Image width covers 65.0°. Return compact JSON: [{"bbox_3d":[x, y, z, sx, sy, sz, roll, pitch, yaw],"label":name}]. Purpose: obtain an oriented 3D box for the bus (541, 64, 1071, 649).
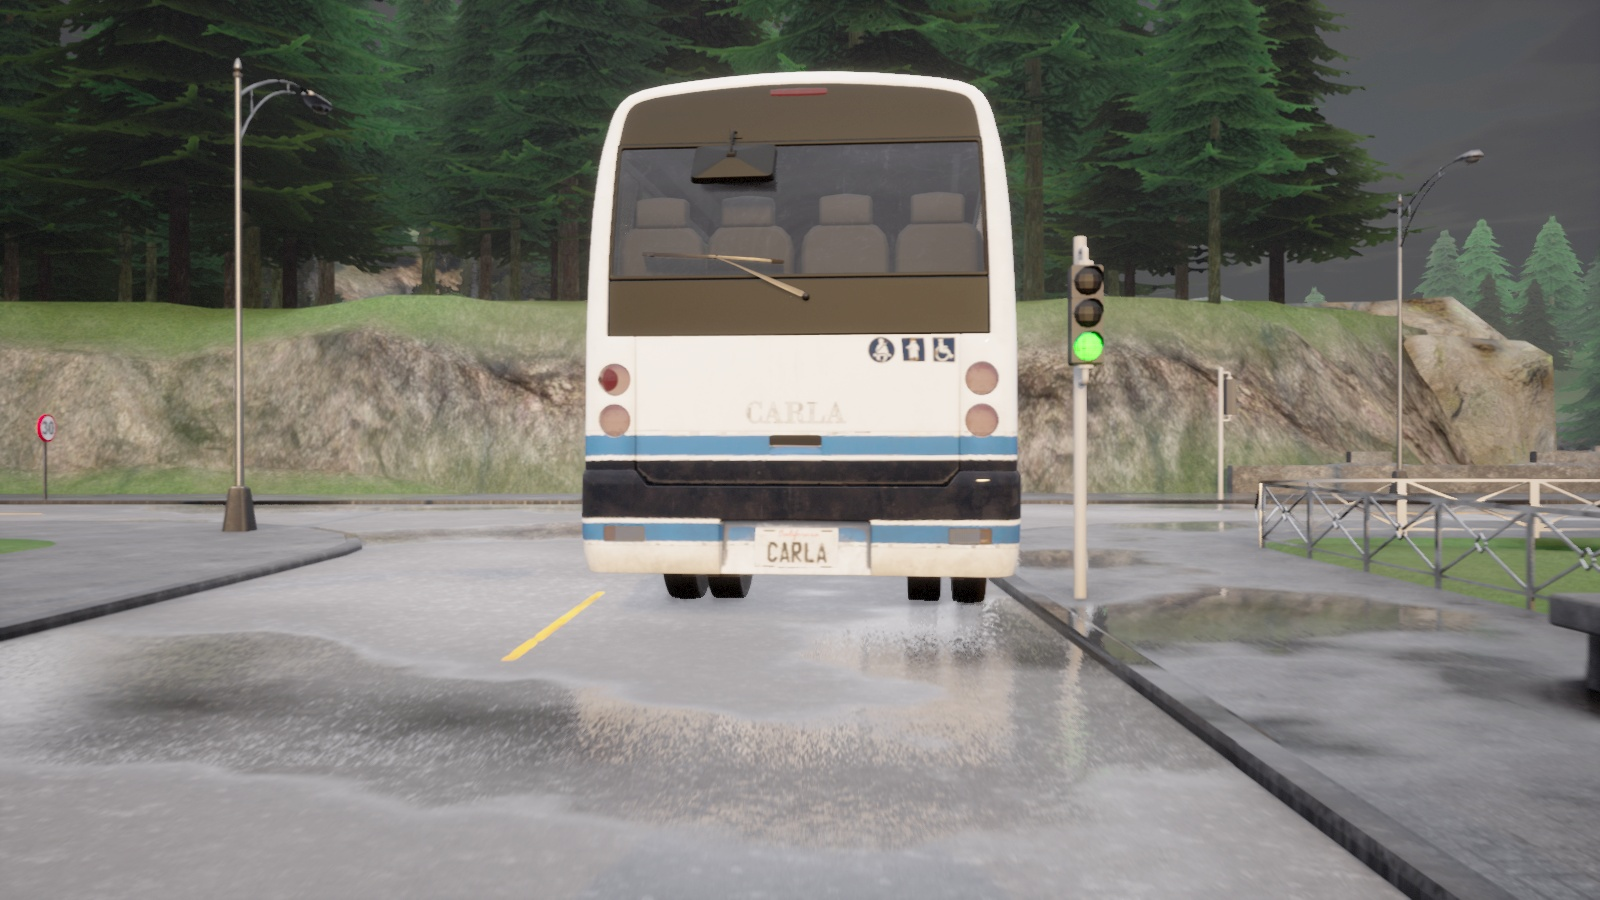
[{"bbox_3d":[0.535,-0.713,14.444,3.944,4.253,10.273,0,0,6],"label":"bus"}]
